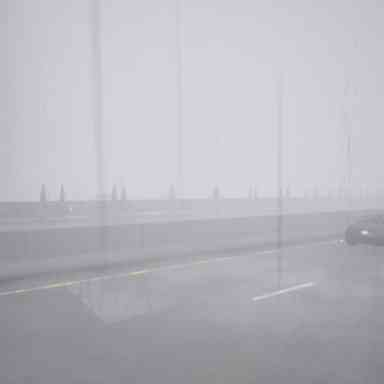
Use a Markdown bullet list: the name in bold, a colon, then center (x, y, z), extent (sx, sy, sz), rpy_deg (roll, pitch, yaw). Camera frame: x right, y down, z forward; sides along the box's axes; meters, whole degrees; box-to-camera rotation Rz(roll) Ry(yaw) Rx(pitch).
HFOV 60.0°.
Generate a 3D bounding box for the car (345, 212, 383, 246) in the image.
- **car**: center (8.329, 1.535, 14.028), extent (4.181, 1.385, 1.994), rpy_deg (0, 0, -35)
